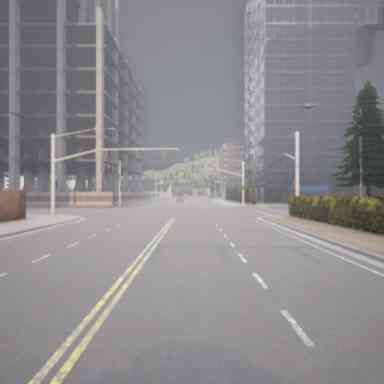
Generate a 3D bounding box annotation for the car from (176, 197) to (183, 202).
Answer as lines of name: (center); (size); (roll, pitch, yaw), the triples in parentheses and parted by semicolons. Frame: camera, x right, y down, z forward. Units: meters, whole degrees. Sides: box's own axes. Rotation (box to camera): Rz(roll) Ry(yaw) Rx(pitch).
car: (-3.361, 1.983, 90.907); (2.128, 1.511, 4.902); (0, 0, 0)
